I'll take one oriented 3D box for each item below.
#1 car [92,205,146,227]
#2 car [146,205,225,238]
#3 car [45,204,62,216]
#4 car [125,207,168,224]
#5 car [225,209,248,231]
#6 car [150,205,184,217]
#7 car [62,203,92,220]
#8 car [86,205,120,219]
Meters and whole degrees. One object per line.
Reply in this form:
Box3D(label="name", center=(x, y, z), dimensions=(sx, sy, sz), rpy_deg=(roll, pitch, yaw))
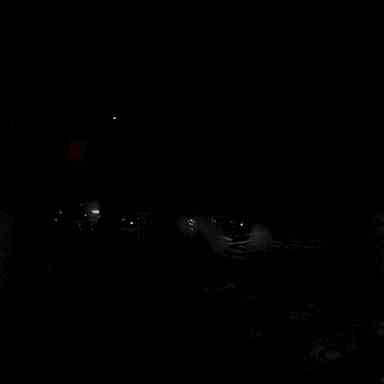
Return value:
Box3D(label="car", center=(-6.091, 2.009, 27.277), dimensions=(2.033, 1.411, 5.357), rpy_deg=(0, -1, -35))
Box3D(label="car", center=(-0.510, 1.636, 19.625), dimensions=(2.097, 1.767, 4.553), rpy_deg=(0, -1, -36))
Box3D(label="car", center=(-17.763, 2.331, 43.322), dimensions=(2.128, 1.511, 4.902), rpy_deg=(0, -1, -36))
Box3D(label="car", center=(-4.242, 2.082, 30.250), dimensions=(1.895, 1.301, 4.718), rpy_deg=(0, -1, -36))
Box3D(label="car", center=(1.591, 1.800, 22.261), dimensions=(1.837, 1.490, 4.892), rpy_deg=(0, -1, -36))
Box3D(label="car", center=(-3.041, 2.206, 39.964), dimensions=(1.895, 1.301, 4.718), rpy_deg=(0, -1, -36))
Box3D(label="car", center=(-11.931, 2.214, 35.286), dimensions=(1.994, 1.385, 4.181), rpy_deg=(0, -1, -36))
Box3D(label="car", center=(-10.467, 2.229, 38.786), dimensions=(2.033, 1.411, 5.357), rpy_deg=(0, -1, -36))
